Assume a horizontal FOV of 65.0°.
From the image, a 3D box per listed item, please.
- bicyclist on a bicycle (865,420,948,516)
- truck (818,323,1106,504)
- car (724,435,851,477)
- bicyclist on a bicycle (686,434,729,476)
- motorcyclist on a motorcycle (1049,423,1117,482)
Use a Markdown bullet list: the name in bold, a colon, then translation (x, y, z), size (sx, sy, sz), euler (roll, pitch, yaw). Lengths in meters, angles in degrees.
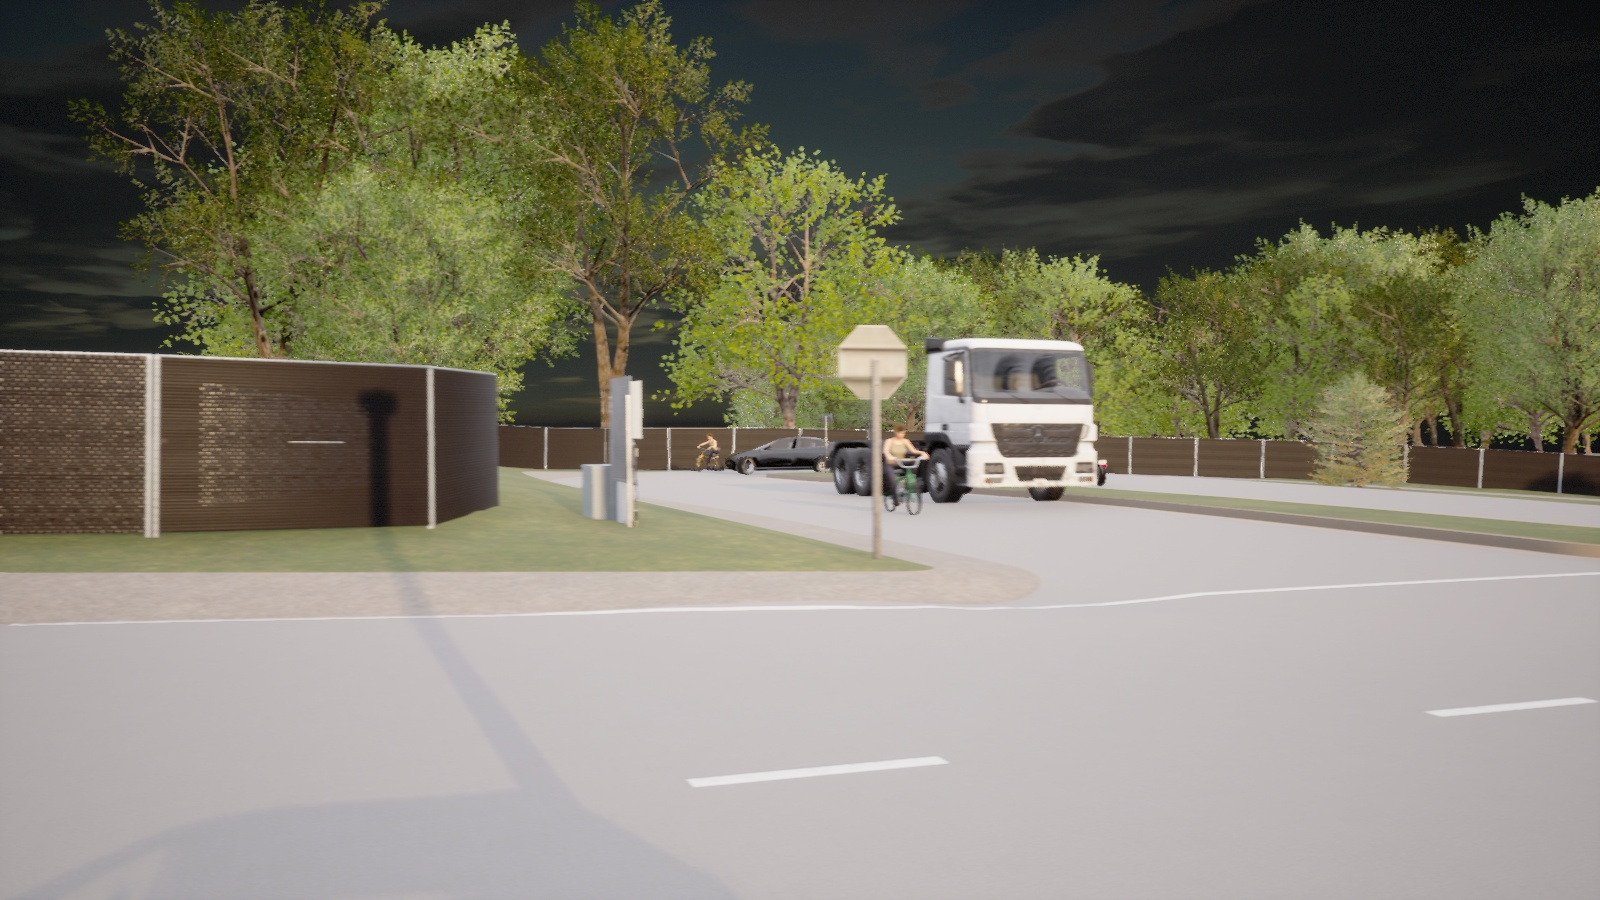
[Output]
- **bicyclist on a bicycle**: translation (1.865, 0.295, 22.272), size (0.866, 1.612, 1.509), euler (-2, 1, -21)
- **truck**: translation (3.274, -0.708, 28.198), size (2.891, 3.462, 7.936), euler (-1, 0, -21)
- **car**: translation (-0.537, 0.226, 49.147), size (4.792, 1.488, 2.163), euler (-1, 1, -5)
- **bicyclist on a bicycle**: translation (-3.763, 0.201, 51.244), size (1.509, 1.612, 0.866), euler (-2, 4, -37)
- **motorcyclist on a motorcycle**: translation (8.384, 0.067, 37.279), size (0.766, 1.649, 2.350), euler (-2, 1, -20)
